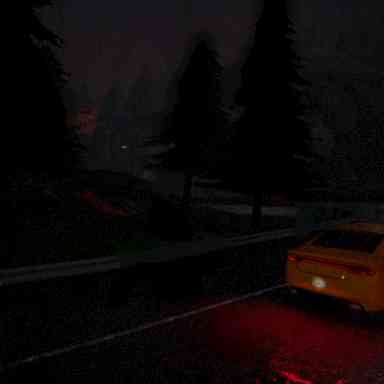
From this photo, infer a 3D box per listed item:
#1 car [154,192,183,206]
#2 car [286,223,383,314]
[{"bbox_3d":[-3.296,1.023,56.983,5.566,2.045,2.150,0,0,35],"label":"car"},{"bbox_3d":[4.122,1.440,7.487,5.008,1.535,1.882,-1,0,-41],"label":"car"}]
